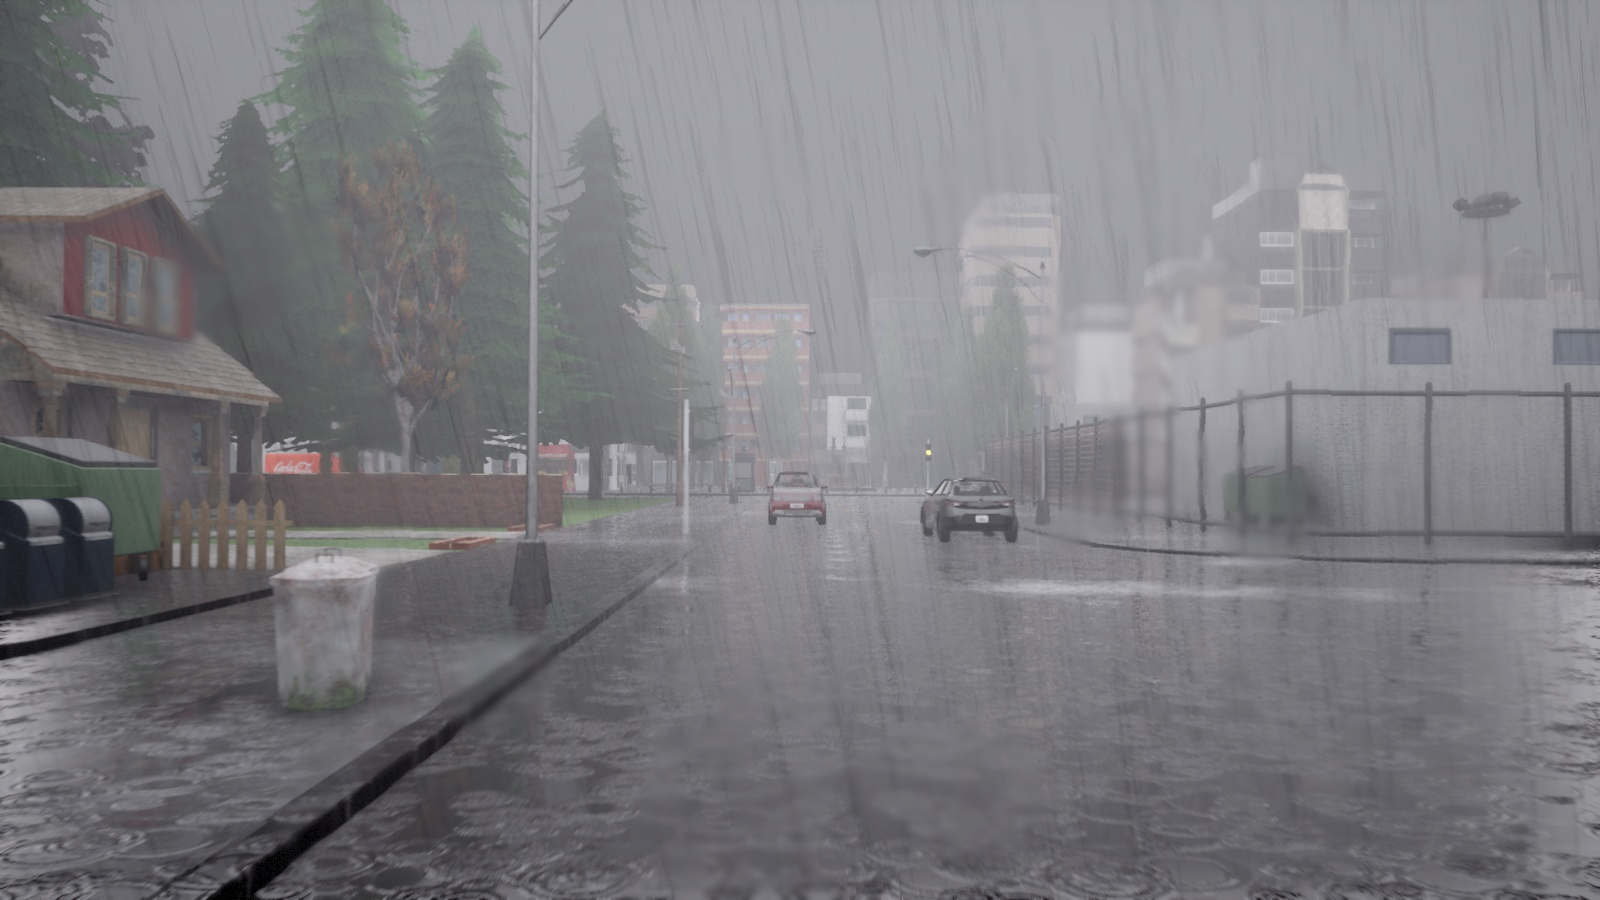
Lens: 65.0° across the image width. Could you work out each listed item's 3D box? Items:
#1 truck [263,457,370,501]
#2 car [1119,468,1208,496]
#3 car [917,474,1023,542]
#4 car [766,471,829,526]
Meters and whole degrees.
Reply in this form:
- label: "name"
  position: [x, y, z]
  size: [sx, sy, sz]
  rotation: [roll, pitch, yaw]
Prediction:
- label: "truck"
  position: [-28.060, 1.662, 72.965]
  size: [5.204, 2.467, 2.627]
  rotation: [0, -1, 0]
- label: "car"
  position: [22.295, 1.946, 77.091]
  size: [4.856, 1.649, 2.033]
  rotation: [0, -1, 0]
- label: "car"
  position: [3.918, 1.308, 29.594]
  size: [1.816, 1.474, 4.193]
  rotation: [0, -1, -2]
- label: "car"
  position: [-0.080, 1.424, 37.676]
  size: [1.789, 1.549, 3.705]
  rotation: [0, -1, -1]
